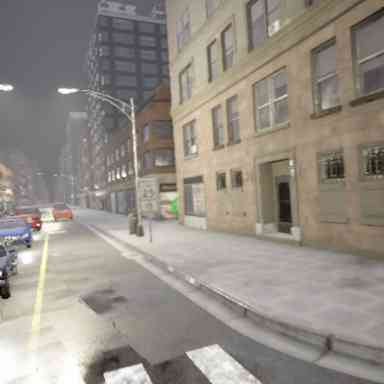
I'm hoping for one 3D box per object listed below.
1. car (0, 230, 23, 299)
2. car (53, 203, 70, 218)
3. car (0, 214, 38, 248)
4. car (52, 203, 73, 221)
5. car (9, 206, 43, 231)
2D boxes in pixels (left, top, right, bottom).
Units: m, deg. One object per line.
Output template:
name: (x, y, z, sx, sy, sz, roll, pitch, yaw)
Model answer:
car: (-5.889, 2.028, 9.101, 1.895, 1.301, 4.718, -4, 0, -25)
car: (-20.003, 2.719, 50.747, 2.150, 2.045, 5.566, -4, 0, -23)
car: (-9.703, 2.239, 18.157, 1.812, 1.442, 4.674, -4, 0, -23)
car: (-16.024, 2.560, 41.380, 2.097, 1.767, 4.553, -4, 0, -23)
car: (-13.795, 2.234, 27.870, 2.150, 2.045, 5.566, -4, 0, -22)
